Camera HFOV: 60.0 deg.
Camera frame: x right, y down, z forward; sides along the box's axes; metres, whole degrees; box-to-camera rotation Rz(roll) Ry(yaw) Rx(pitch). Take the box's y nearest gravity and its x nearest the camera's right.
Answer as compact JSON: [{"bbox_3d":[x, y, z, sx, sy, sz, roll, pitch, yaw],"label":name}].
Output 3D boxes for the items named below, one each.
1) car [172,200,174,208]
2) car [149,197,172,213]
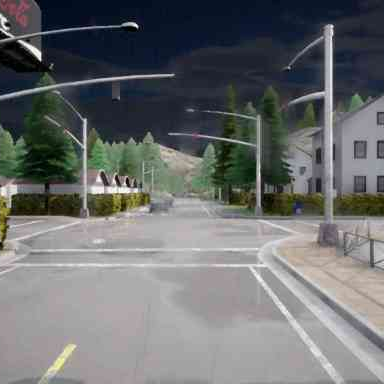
[{"bbox_3d":[-3.591,1.505,47.085,1.837,1.490,4.892,0,0,0],"label":"car"},{"bbox_3d":[-3.597,1.526,37.117,1.812,1.442,4.674,0,0,0],"label":"car"}]
